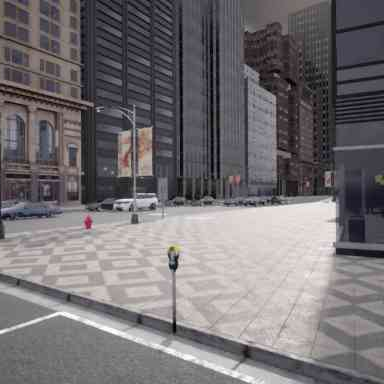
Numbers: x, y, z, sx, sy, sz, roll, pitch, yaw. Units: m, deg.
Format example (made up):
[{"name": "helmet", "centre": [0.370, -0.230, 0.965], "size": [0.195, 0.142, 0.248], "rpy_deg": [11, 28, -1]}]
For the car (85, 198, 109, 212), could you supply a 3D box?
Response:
[{"name": "car", "centre": [-9.969, 1.473, 38.249], "size": [1.837, 1.490, 4.892], "rpy_deg": [-1, 0, 35]}]

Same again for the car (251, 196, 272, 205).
[{"name": "car", "centre": [12.275, 1.465, 58.311], "size": [1.895, 1.301, 4.718], "rpy_deg": [-1, 0, 35]}]

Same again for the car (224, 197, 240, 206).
[{"name": "car", "centre": [6.774, 1.424, 50.420], "size": [2.033, 1.411, 5.357], "rpy_deg": [-1, 0, 36]}]

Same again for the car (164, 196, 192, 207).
[{"name": "car", "centre": [-2.625, 1.442, 48.618], "size": [1.837, 1.490, 4.892], "rpy_deg": [-1, 0, 35]}]

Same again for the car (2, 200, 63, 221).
[{"name": "car", "centre": [-13.500, 1.517, 27.616], "size": [2.033, 1.411, 5.357], "rpy_deg": [-1, 0, 35]}]

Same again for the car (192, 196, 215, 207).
[{"name": "car", "centre": [1.607, 1.409, 48.956], "size": [1.837, 1.490, 4.892], "rpy_deg": [-1, 1, 36]}]

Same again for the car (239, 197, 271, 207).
[{"name": "car", "centre": [9.188, 1.453, 48.209], "size": [1.895, 1.301, 4.718], "rpy_deg": [-1, 0, 36]}]

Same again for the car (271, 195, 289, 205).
[{"name": "car", "centre": [14.913, 1.344, 56.412], "size": [1.837, 1.490, 4.892], "rpy_deg": [-1, 0, 35]}]

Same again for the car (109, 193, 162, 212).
[{"name": "car", "centre": [-6.274, 1.164, 37.853], "size": [2.150, 2.045, 5.566], "rpy_deg": [-1, -1, 35]}]
